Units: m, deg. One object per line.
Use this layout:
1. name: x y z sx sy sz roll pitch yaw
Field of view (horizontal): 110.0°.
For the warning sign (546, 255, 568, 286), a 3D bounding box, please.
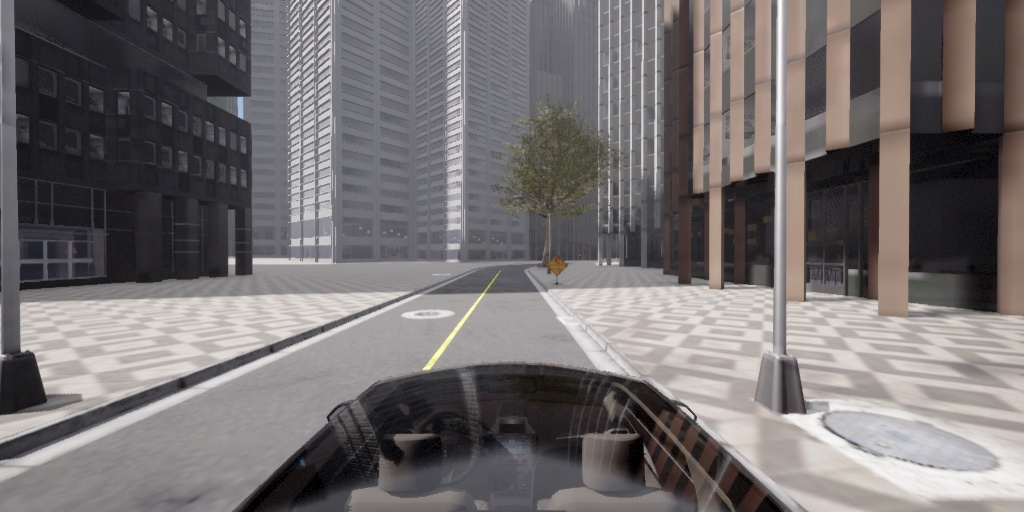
1. warning sign: 2.718 0.849 21.685 1.300 1.860 1.060 0 0 0
